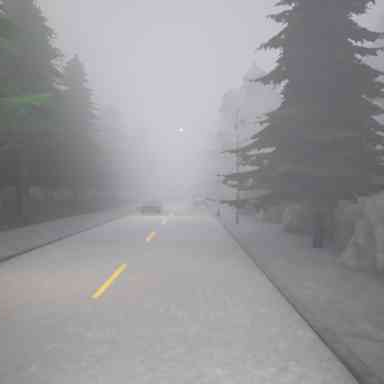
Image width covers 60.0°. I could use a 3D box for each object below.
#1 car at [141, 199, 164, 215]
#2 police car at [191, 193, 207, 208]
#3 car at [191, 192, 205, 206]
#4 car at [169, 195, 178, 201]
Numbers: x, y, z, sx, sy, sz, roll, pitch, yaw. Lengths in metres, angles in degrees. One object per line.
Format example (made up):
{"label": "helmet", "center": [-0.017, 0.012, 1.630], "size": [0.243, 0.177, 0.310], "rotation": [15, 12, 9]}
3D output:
{"label": "car", "center": [-4.044, 1.467, 34.319], "size": [1.882, 1.535, 5.008], "rotation": [0, 0, 1]}
{"label": "police car", "center": [1.143, 1.360, 47.164], "size": [1.930, 1.638, 5.238], "rotation": [-4, 0, 0]}
{"label": "car", "center": [1.008, 1.153, 57.086], "size": [2.150, 2.045, 5.566], "rotation": [-3, 0, 0]}
{"label": "car", "center": [-4.120, 1.484, 76.213], "size": [1.837, 1.490, 4.892], "rotation": [0, 0, 0]}
